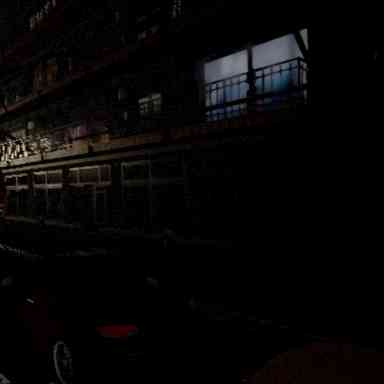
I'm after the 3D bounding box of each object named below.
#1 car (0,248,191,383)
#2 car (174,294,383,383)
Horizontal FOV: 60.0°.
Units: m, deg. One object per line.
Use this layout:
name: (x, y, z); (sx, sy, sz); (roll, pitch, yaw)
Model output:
car: (-1.736, 1.530, 5.040); (4.206, 1.307, 1.802); (-1, 1, 43)
car: (2.283, 1.427, 1.345); (4.829, 1.417, 1.752); (-1, 1, 43)
